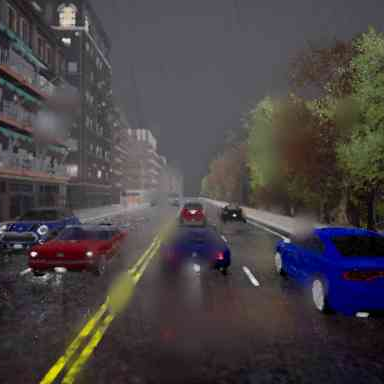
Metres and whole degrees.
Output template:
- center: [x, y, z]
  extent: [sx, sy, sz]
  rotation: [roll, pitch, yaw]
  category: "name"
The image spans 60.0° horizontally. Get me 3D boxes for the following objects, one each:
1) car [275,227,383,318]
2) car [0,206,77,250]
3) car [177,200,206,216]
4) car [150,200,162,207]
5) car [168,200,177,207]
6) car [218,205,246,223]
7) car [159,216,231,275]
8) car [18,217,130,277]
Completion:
- center: [3.329, 1.546, 7.721]
  extent: [1.882, 1.535, 5.008]
  rotation: [0, 0, 0]
  category: "car"
- center: [-6.605, 1.482, 14.865]
  extent: [2.097, 1.767, 4.553]
  rotation: [0, 0, 0]
  category: "car"
- center: [0.084, 1.593, 27.361]
  extent: [2.097, 1.767, 4.553]
  rotation: [0, -1, 0]
  category: "car"
- center: [-6.517, 2.165, 61.431]
  extent: [2.033, 1.411, 5.357]
  rotation: [0, -1, 0]
  category: "car"
- center: [-3.268, 2.122, 61.434]
  extent: [2.033, 1.411, 5.357]
  rotation: [0, -1, 0]
  category: "car"
- center: [3.336, 1.812, 28.104]
  extent: [1.994, 1.385, 4.181]
  rotation: [0, -1, 0]
  category: "car"
- center: [0.089, 1.696, 10.806]
  extent: [1.895, 1.301, 4.718]
  rotation: [0, -1, 0]
  category: "car"
- center: [-3.352, 1.695, 10.698]
  extent: [1.895, 1.301, 4.718]
  rotation: [0, -1, 0]
  category: "car"
